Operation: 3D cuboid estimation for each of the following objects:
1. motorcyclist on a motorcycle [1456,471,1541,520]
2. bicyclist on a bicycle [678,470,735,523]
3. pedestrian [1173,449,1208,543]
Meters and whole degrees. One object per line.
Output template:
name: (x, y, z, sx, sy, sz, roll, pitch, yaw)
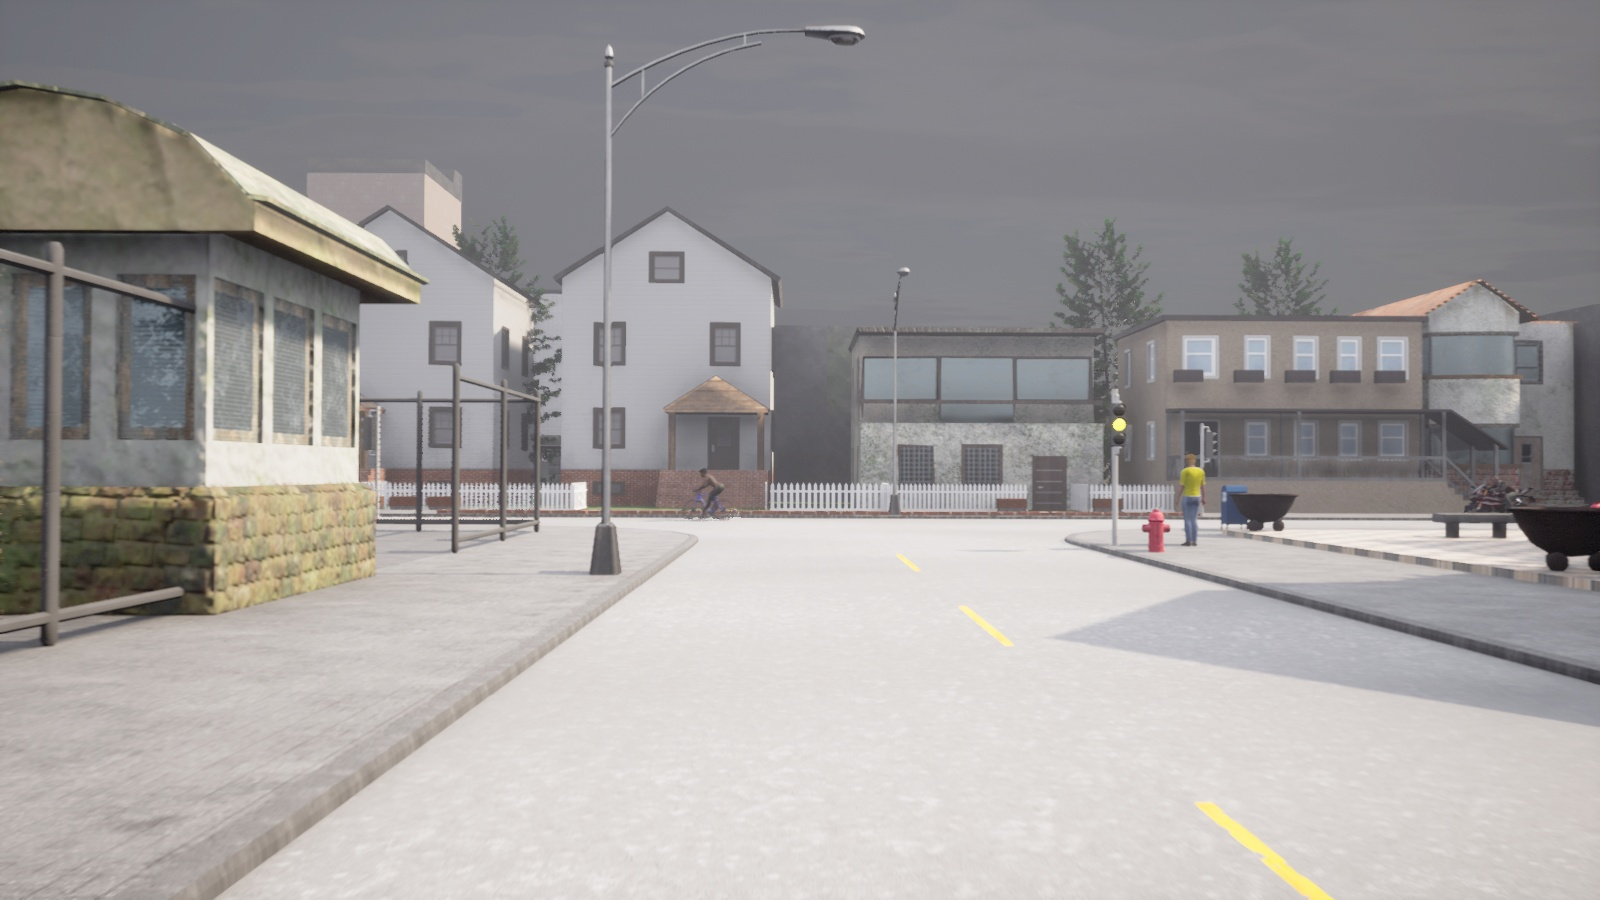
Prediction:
motorcyclist on a motorcycle: (21.997, 1.424, 39.584, 2.191, 1.530, 0.866, 0, -1, 0)
bicyclist on a bicycle: (-2.902, 1.431, 38.967, 1.656, 1.620, 0.582, -1, 0, 14)
pedestrian: (7.762, 0.909, 24.998, 0.354, 1.836, 0.706, 0, -1, -12)
